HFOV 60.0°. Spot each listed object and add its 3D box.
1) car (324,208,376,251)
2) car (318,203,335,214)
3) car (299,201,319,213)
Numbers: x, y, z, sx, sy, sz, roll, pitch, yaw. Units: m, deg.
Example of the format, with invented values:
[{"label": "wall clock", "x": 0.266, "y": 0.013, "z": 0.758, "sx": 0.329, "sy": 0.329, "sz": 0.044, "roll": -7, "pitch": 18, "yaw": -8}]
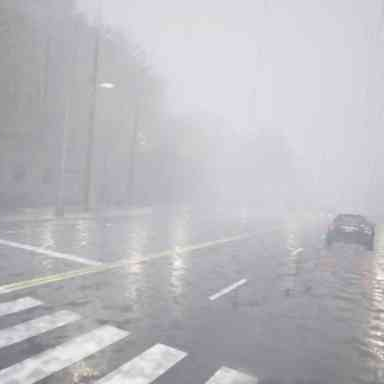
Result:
[{"label": "car", "x": 8.632, "y": 1.945, "z": 17.879, "sx": 2.097, "sy": 1.767, "sz": 4.553, "roll": 4, "pitch": 0, "yaw": 30}, {"label": "car", "x": 24.288, "y": 3.167, "z": 59.508, "sx": 1.837, "sy": 1.490, "sz": 4.892, "roll": 4, "pitch": 0, "yaw": 30}, {"label": "car", "x": 21.290, "y": 2.800, "z": 61.279, "sx": 2.097, "sy": 1.767, "sz": 4.553, "roll": 4, "pitch": 0, "yaw": 30}]
